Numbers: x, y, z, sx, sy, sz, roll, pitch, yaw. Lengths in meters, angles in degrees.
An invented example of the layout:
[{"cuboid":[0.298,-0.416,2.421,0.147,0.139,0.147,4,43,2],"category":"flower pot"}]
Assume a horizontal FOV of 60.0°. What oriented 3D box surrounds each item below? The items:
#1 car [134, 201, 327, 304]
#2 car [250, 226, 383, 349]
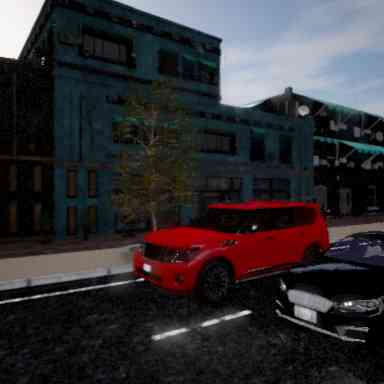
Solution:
[{"cuboid":[1.312,1.265,8.615,5.566,2.045,2.150,1,0,-35],"category":"car"},{"cuboid":[3.654,1.539,6.292,4.902,1.511,2.128,1,0,-35],"category":"car"}]
